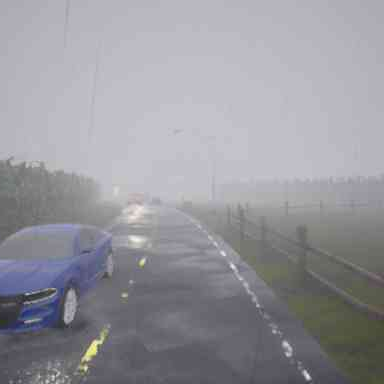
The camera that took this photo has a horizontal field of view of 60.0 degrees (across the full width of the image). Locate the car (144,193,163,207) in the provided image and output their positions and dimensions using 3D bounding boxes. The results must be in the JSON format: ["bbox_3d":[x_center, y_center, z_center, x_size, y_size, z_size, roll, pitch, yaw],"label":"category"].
[{"bbox_3d":[-5.562,1.372,49.341,1.837,1.490,4.892,0,0,-14],"label":"car"}]

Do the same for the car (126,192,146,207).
[{"bbox_3d":[-8.588,1.089,49.667,2.150,2.045,5.566,0,0,-13],"label":"car"}]

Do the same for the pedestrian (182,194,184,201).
[{"bbox_3d":[-1.143,1.166,42.299,0.375,1.860,0.375,0,0,-16],"label":"pedestrian"}]

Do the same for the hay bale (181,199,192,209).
[{"bbox_3d":[-0.660,1.537,41.396,1.220,1.180,1.240,0,0,-11],"label":"hay bale"}]

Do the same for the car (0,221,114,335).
[{"bbox_3d":[-2.983,1.456,7.076,1.882,1.535,5.008,0,0,-2],"label":"car"}]
